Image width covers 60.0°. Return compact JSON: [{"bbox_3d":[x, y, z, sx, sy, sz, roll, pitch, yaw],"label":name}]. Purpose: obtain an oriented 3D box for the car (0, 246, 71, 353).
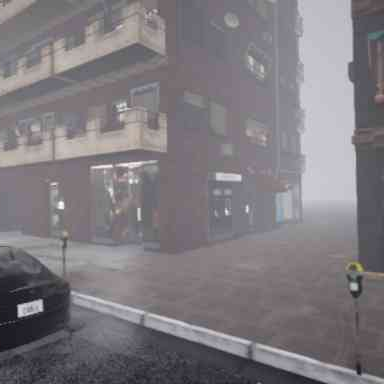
[{"bbox_3d":[-3.830,1.585,5.623,4.313,1.339,1.947,0,-1,36],"label":"car"}]
